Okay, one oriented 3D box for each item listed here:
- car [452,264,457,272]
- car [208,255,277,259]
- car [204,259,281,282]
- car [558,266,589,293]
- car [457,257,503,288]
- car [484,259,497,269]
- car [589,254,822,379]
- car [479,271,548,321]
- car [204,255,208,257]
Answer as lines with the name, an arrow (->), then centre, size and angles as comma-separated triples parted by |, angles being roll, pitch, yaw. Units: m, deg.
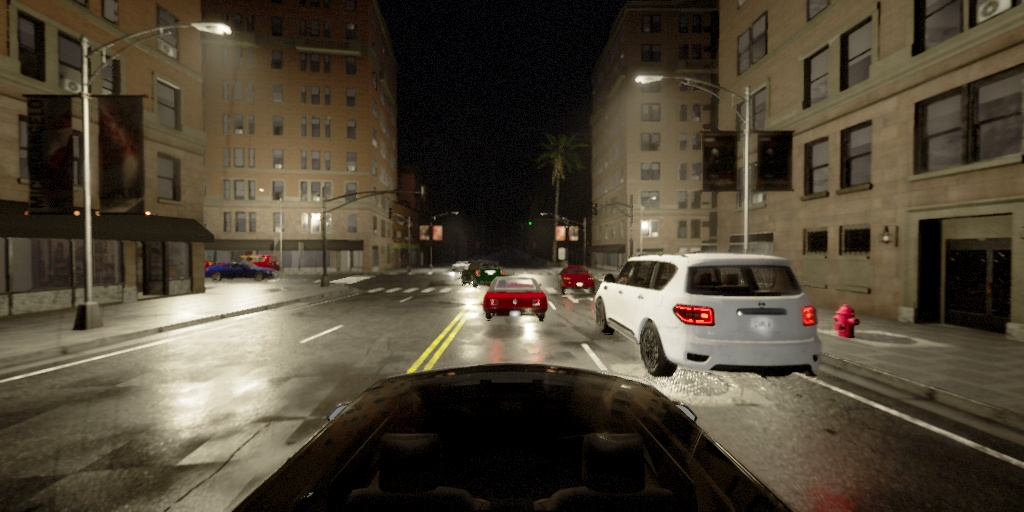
car -> -6.613, 1.368, 47.499 | 1.895, 1.301, 4.718 | 0, 0, 3
car -> -23.907, 0.851, 32.587 | 5.009, 1.841, 2.192 | 0, 0, -9
car -> -20.464, 1.161, 27.265 | 4.674, 1.442, 1.812 | 0, 1, -9
car -> 3.648, 1.283, 20.583 | 1.812, 1.442, 4.674 | 0, 0, 5
car -> -2.060, 1.132, 24.279 | 2.097, 1.767, 4.553 | 0, 0, -20
car -> -3.353, 1.247, 56.600 | 1.882, 1.535, 5.008 | 0, 0, 0
car -> 3.338, 0.975, 7.457 | 2.150, 2.045, 5.566 | 0, 0, 0
car -> 0.094, 1.354, 12.445 | 1.895, 1.301, 4.718 | 0, 0, 0
car -> -29.353, 0.809, 31.762 | 5.009, 1.841, 2.192 | 0, 0, -9
